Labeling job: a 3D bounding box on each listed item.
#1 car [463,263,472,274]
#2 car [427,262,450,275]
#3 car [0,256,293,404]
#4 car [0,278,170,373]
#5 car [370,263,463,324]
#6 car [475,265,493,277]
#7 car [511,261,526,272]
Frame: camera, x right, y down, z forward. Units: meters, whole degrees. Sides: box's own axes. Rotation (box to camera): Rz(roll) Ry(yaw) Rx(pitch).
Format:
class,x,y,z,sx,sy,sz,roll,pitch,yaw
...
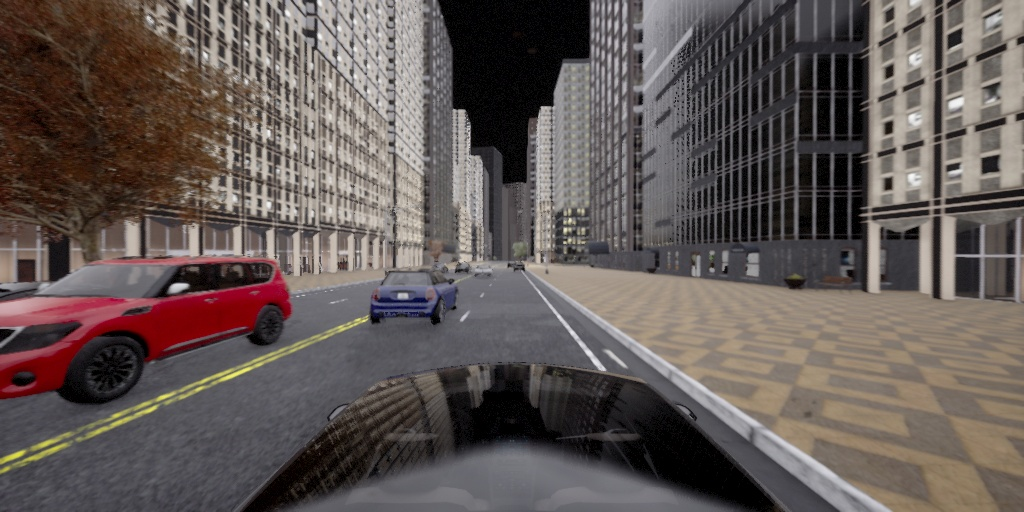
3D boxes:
class,x,y,z,sx,sy,sz,roll,pitch,yaw
car,-6.585,1.652,48.482,1.837,1.490,4.892,0,0,0
car,-9.835,1.639,48.460,2.128,1.511,4.902,0,0,0
car,-6.601,1.014,6.738,2.150,2.045,5.566,0,-1,0
car,-9.851,1.299,6.900,1.837,1.490,4.892,0,-1,0
car,-3.154,1.193,12.485,2.097,1.767,4.553,0,-1,0
car,-3.158,1.689,41.430,1.895,1.301,4.718,0,0,0
car,1.126,1.718,56.010,1.837,1.490,4.892,0,-1,0
